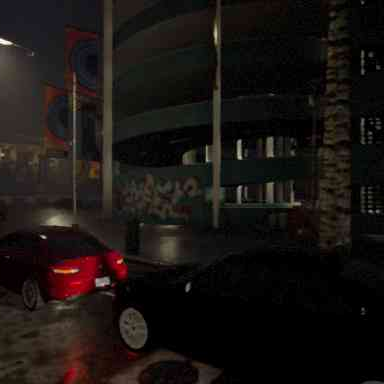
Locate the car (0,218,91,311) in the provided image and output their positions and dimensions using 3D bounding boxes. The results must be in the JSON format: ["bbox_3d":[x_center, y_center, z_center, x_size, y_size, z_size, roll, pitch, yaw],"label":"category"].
[{"bbox_3d":[-3.466,1.521,7.743,4.674,1.442,1.812,0,0,40],"label":"car"}]

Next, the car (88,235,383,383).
[{"bbox_3d":[1.021,1.479,4.432,5.008,1.535,1.882,0,0,36],"label":"car"}]

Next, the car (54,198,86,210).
[{"bbox_3d":[-15.169,1.454,41.890,1.882,1.535,5.008,0,0,14],"label":"car"}]

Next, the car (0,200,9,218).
[{"bbox_3d":[-15.061,1.202,24.079,2.150,2.045,5.566,0,0,-15],"label":"car"}]
